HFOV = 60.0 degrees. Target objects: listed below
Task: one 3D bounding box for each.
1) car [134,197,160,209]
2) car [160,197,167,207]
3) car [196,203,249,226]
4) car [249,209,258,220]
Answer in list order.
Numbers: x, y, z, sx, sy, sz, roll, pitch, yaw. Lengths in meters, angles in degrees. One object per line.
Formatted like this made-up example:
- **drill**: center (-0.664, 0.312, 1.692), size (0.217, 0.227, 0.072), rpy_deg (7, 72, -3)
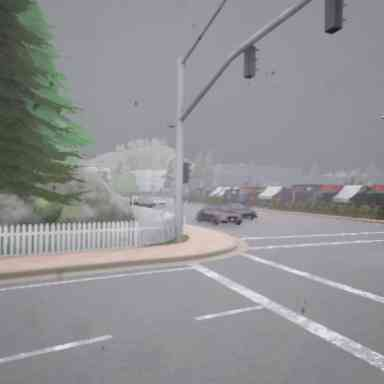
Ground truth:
- **car**: center (-6.071, 1.405, 42.475), size (1.882, 1.535, 5.008), rpy_deg (1, 0, -23)
- **car**: center (-5.134, 1.466, 49.175), size (1.812, 1.442, 4.674), rpy_deg (1, 0, -23)
- **car**: center (1.911, 1.636, 23.985), size (1.994, 1.385, 4.181), rpy_deg (1, 0, -23)
- **car**: center (3.565, 1.645, 28.977), size (2.033, 1.411, 5.357), rpy_deg (1, 0, -23)
